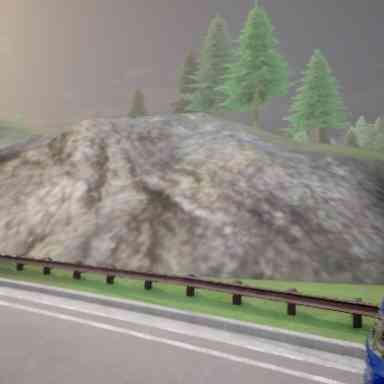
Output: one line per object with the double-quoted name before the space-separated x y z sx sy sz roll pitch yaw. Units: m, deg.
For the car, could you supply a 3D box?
"car" 4.333 1.410 2.337 5.566 2.045 2.150 0 -3 30
